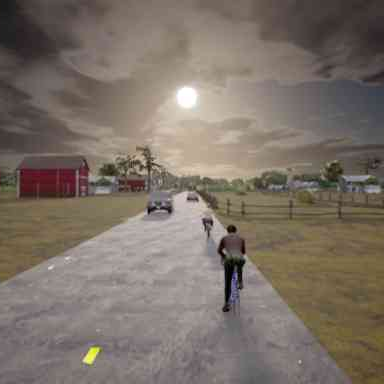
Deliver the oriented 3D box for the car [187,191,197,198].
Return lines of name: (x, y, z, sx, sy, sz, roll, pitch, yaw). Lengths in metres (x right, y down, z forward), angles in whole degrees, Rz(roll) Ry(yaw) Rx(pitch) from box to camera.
car: (0.001, 0.565, 73.822, 2.033, 1.411, 5.357, 0, 1, 0)

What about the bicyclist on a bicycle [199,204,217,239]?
bicyclist on a bicycle: (0.757, 1.341, 15.496, 0.866, 1.612, 1.509, 0, 0, 0)

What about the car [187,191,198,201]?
car: (0.100, 0.813, 58.516, 1.994, 1.385, 4.181, 0, 1, 0)

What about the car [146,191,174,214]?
car: (-2.848, 0.904, 30.888, 2.150, 2.045, 5.566, 0, 1, 0)

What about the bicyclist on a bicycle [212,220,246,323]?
bicyclist on a bicycle: (0.757, 1.431, 6.192, 0.582, 1.620, 1.656, 0, 0, 0)
